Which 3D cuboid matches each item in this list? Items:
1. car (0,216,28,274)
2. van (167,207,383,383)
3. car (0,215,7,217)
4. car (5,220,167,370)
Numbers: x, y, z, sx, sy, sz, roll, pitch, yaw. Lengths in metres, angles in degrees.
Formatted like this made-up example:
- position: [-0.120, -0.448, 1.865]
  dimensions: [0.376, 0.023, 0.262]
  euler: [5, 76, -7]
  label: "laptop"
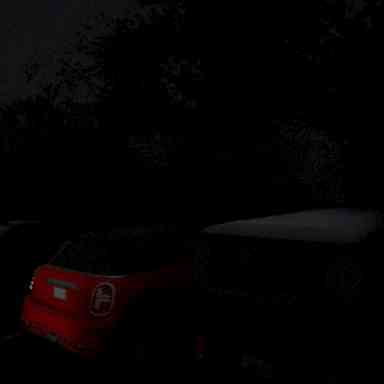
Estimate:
- position: [-5.034, 1.554, 9.417]
  dimensions: [2.002, 1.452, 4.674]
  euler: [0, 0, 36]
  label: "car"
- position: [1.825, 1.257, 4.657]
  dimensions: [1.878, 1.987, 4.442]
  euler: [0, 0, 36]
  label: "van"
- position: [-7.299, 1.529, 11.040]
  dimensions: [2.097, 1.535, 5.008]
  euler: [-1, 0, 36]
  label: "car"
- position: [-0.523, 1.365, 6.153]
  dimensions: [2.185, 1.767, 4.553]
  euler: [0, 0, 36]
  label: "car"
